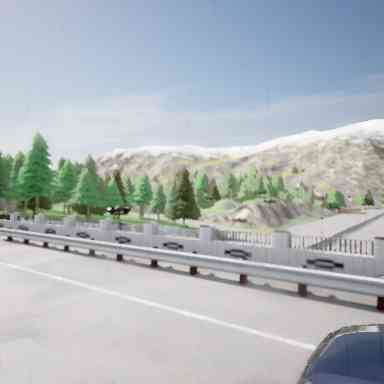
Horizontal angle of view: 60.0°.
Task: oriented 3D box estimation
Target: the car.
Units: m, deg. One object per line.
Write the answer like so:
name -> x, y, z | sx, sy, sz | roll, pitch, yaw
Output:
car -> 2.762, 1.568, 2.002 | 4.181, 1.385, 1.994 | 0, 0, 36
